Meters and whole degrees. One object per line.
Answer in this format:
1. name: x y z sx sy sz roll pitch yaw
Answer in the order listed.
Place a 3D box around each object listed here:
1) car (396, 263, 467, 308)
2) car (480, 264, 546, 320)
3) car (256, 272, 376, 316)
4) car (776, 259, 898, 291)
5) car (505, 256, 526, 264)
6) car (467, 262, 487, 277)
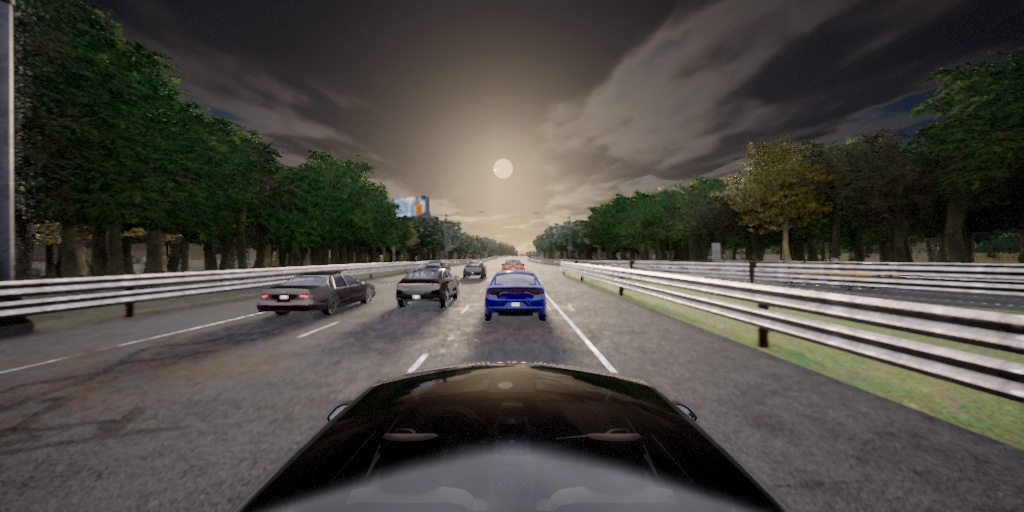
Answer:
1. car: -3.397 1.244 15.158 2.128 1.511 4.902 0 0 0
2. car: 0.102 1.228 12.679 1.882 1.535 5.008 0 0 0
3. car: -6.897 1.298 13.352 2.033 1.411 5.357 0 0 0
4. car: 16.917 0.930 19.208 1.801 1.575 5.366 0 0 -16
5. car: 0.105 1.135 33.146 2.097 1.767 4.553 0 0 0
6. car: -3.396 1.275 33.363 2.128 1.511 4.902 0 0 0
